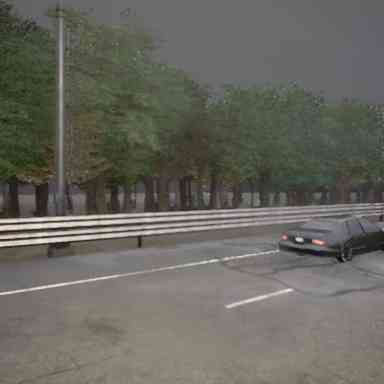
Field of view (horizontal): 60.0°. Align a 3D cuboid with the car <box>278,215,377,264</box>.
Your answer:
[{"bbox_3d":[5.421,1.546,11.914,5.357,1.411,2.033,0,0,-36],"label":"car"}]

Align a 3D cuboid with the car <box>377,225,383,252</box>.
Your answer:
[{"bbox_3d":[7.484,1.546,9.087,5.357,1.411,2.033,0,0,-36],"label":"car"}]
